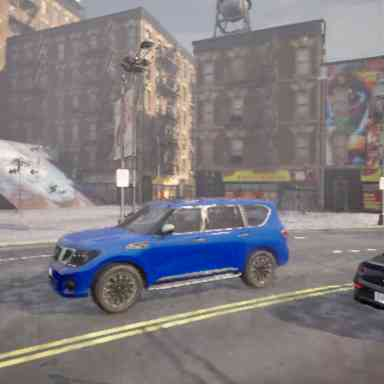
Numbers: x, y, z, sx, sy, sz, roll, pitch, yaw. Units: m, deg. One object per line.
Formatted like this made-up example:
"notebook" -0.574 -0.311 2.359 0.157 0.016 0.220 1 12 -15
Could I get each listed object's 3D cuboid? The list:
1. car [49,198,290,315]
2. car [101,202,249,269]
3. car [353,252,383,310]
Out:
"car" -0.273 1.172 7.693 5.566 2.045 2.150 0 0 -29
"car" -0.578 1.279 11.325 4.553 1.767 2.097 0 0 -26
"car" 5.125 1.536 6.239 4.674 1.442 1.812 0 0 -25
